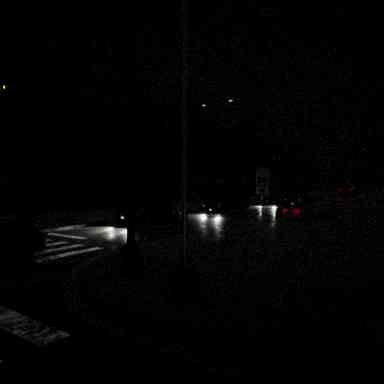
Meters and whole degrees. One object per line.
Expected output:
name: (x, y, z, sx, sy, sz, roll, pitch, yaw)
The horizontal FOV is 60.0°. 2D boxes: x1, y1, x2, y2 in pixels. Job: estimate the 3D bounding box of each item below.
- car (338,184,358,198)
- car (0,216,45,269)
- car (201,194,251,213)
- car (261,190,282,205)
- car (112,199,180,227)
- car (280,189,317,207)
car: (24.392, -0.219, 51.953, 2.150, 2.045, 5.566, 0, 2, 35)
car: (-6.625, 1.157, 8.200, 2.150, 2.045, 5.566, 1, 3, 36)
car: (2.887, 0.859, 26.734, 2.033, 1.411, 5.357, 0, 2, 35)
car: (8.894, 0.557, 35.197, 1.837, 1.490, 4.892, 0, 2, 35)
car: (-2.524, 1.118, 19.102, 1.994, 1.385, 4.181, 0, 2, 35)
car: (10.524, 0.705, 32.409, 1.895, 1.301, 4.718, 0, 2, 35)
